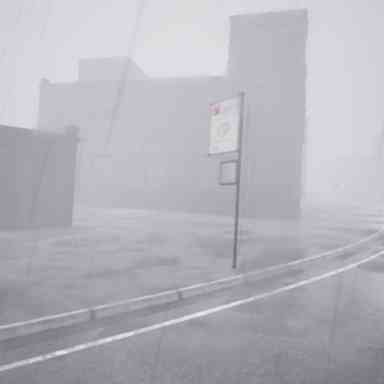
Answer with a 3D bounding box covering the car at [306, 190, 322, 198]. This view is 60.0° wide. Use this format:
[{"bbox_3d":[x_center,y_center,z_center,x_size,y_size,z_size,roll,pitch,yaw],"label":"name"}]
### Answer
[{"bbox_3d":[20.121,0.278,56.909,1.895,1.301,4.718,4,2,-13],"label":"car"}]
